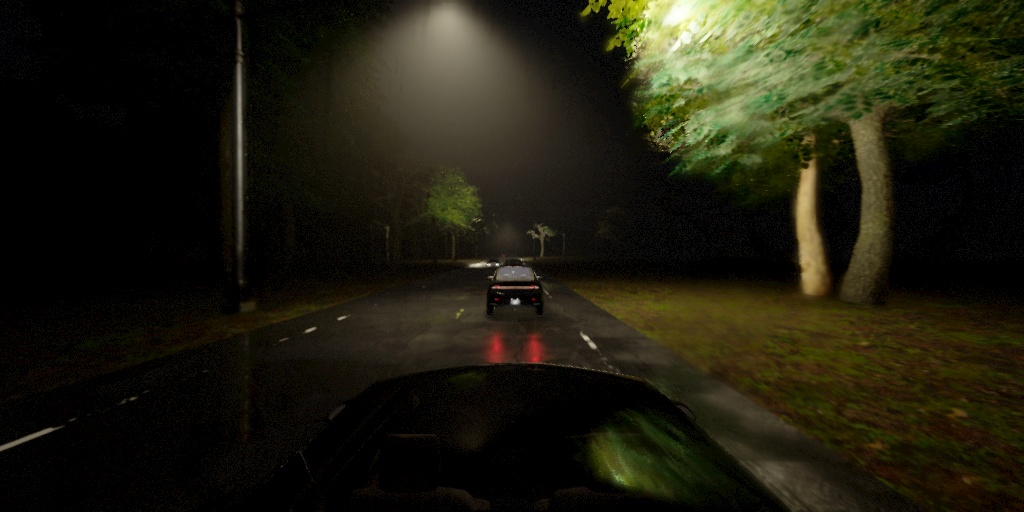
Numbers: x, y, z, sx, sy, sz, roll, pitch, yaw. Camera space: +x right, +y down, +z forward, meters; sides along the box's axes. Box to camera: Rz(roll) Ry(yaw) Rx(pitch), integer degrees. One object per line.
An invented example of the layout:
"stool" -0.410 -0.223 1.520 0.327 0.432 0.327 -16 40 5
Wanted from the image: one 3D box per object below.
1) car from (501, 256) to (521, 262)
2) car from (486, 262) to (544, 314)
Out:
"car" 0.096 0.993 31.403 1.837 1.490 4.892 0 1 0
"car" 0.100 1.141 13.106 2.128 1.511 4.902 0 1 0
